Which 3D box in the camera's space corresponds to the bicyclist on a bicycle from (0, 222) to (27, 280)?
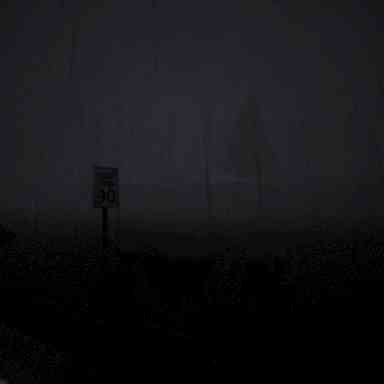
[{"bbox_3d":[-4.427,1.262,7.309,0.582,1.620,1.656,0,-4,38],"label":"bicyclist on a bicycle"}]
